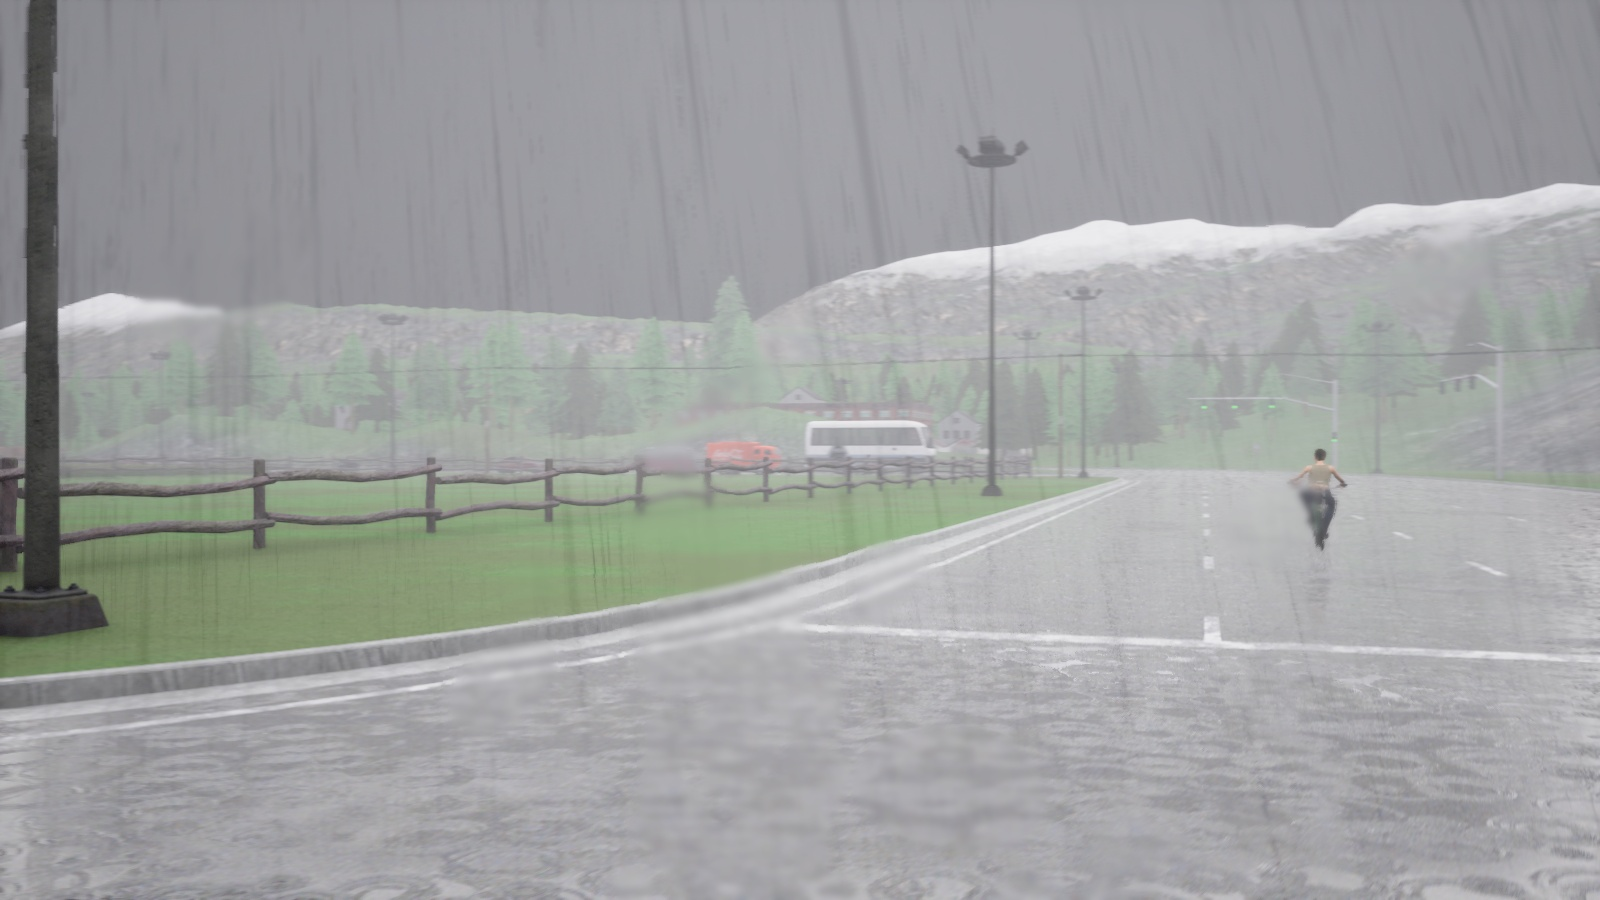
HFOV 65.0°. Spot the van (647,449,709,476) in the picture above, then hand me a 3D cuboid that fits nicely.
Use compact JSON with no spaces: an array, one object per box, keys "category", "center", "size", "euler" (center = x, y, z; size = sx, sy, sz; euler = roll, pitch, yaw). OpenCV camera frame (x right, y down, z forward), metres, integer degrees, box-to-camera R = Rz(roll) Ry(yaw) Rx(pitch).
[{"category":"van","center":[-9.373,0.968,96.452],"size":[4.442,1.987,1.775],"euler":[0,0,17]}]

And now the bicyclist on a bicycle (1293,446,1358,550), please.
[{"category":"bicyclist on a bicycle","center":[8.452,0.746,20.254],"size":[0.866,1.612,1.509],"euler":[0,0,19]}]

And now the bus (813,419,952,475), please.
[{"category":"bus","center":[6.482,-0.203,98.817],"size":[10.273,4.253,3.944],"euler":[0,0,17]}]

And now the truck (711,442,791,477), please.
[{"category":"truck","center":[-3.553,0.690,90.954],"size":[5.204,2.467,2.627],"euler":[-1,0,17]}]
